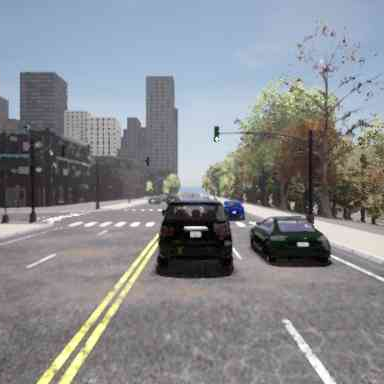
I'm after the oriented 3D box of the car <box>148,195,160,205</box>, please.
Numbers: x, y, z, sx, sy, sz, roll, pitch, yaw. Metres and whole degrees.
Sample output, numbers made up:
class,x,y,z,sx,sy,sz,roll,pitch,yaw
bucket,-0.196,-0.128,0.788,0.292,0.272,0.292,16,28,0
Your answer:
class,x,y,z,sx,sy,sz,roll,pitch,yaw
car,-6.584,1.408,58.405,2.128,1.511,4.902,0,0,1

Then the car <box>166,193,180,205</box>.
class,x,y,z,sx,sy,sz,roll,pitch,yaw
car,-3.332,1.138,58.412,2.150,2.045,5.566,0,0,0

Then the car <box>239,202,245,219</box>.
class,x,y,z,sx,sy,sz,roll,pitch,yaw
car,3.334,1.439,28.671,1.882,1.535,5.008,0,0,0

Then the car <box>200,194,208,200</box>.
class,x,y,z,sx,sy,sz,roll,pitch,yaw
car,3.197,1.296,88.149,1.895,1.301,4.718,0,0,0

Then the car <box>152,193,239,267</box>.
class,x,y,z,sx,sy,sz,roll,pitch,yaw
car,0.093,1.208,11.472,2.150,2.045,5.566,0,0,0

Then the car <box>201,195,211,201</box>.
class,x,y,z,sx,sy,sz,roll,pitch,yaw
car,3.203,1.418,77.701,2.033,1.411,5.357,0,0,0

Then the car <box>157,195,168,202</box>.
class,x,y,z,sx,sy,sz,roll,pitch,yaw
car,-6.543,1.418,73.738,2.128,1.511,4.902,0,0,0

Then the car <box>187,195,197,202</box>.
class,x,y,z,sx,sy,sz,roll,pitch,yaw
car,-0.047,1.403,77.698,2.128,1.511,4.902,0,0,0

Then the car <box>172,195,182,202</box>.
class,x,y,z,sx,sy,sz,roll,pitch,yaw
car,-3.293,1.371,73.823,1.882,1.535,5.008,0,0,0

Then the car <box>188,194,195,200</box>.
class,x,y,z,sx,sy,sz,roll,pitch,yaw
car,-0.053,1.201,88.116,1.837,1.490,4.892,0,0,0

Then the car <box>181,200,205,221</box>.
class,x,y,z,sx,sy,sz,roll,pitch,yaw
car,0.086,1.488,28.074,1.812,1.442,4.674,0,0,0

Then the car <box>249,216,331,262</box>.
class,x,y,z,sx,sy,sz,roll,pitch,yaw
car,3.344,1.547,12.034,1.994,1.385,4.181,0,0,0
